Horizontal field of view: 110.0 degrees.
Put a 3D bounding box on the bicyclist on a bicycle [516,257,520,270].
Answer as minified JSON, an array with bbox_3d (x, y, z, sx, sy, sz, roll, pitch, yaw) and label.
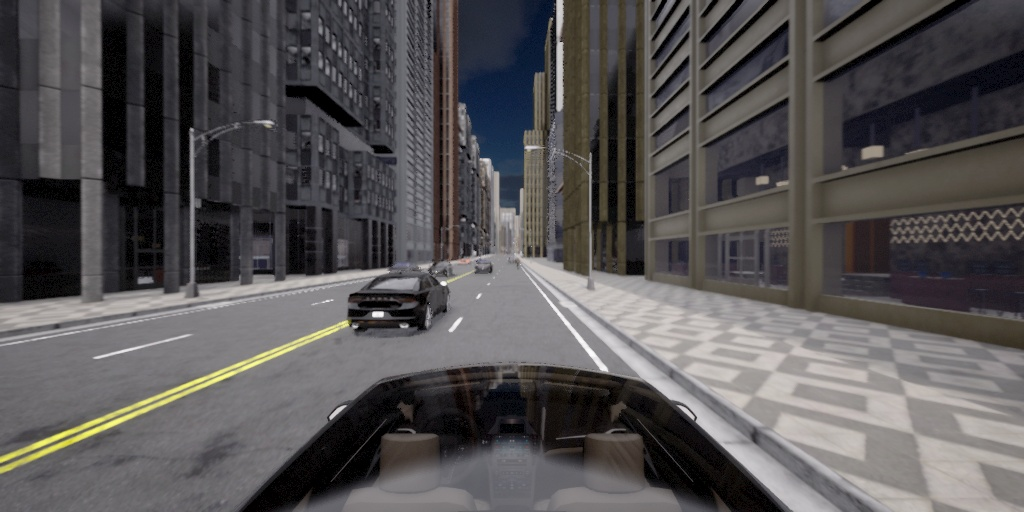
[{"bbox_3d":[0.895,1.114,50.013,0.582,1.620,1.656,0,0,0],"label":"bicyclist on a bicycle"}]

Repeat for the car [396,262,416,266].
[{"bbox_3d":[-9.844,1.249,32.927,2.033,1.411,5.357,0,0,0],"label":"car"}]

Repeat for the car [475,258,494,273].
[{"bbox_3d":[-3.148,1.175,41.336,2.128,1.511,4.902,0,0,0],"label":"car"}]

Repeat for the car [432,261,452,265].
[{"bbox_3d":[-6.591,1.207,33.542,1.837,1.490,4.892,0,0,0],"label":"car"}]

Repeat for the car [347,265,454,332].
[{"bbox_3d":[-3.148,1.219,10.903,1.882,1.535,5.008,0,0,0],"label":"car"}]
